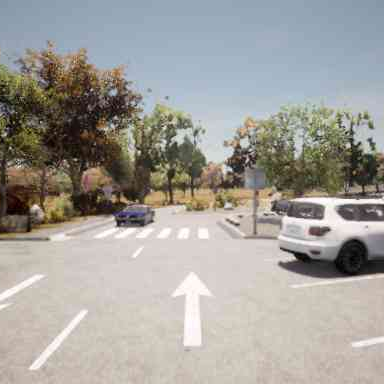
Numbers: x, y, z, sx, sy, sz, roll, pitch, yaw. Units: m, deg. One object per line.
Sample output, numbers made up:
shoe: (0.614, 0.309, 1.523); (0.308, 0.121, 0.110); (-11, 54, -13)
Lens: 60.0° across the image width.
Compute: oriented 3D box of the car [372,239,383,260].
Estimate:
car: (5.199, 1.476, 4.301); (5.366, 1.575, 1.946); (1, 0, -20)

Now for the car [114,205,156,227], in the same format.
car: (-3.828, 1.580, 22.996); (1.895, 1.301, 4.718); (0, 0, 4)

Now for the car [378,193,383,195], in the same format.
car: (18.355, 1.220, 26.386); (2.435, 2.045, 5.566); (0, 1, -21)

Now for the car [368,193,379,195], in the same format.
car: (23.978, 1.211, 43.528); (2.435, 2.045, 5.566); (0, -1, -21)

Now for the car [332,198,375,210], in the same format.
car: (20.955, 1.490, 43.447); (2.163, 1.488, 4.792); (0, -1, -21)

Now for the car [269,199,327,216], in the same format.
car: (10.058, 1.467, 31.817); (4.902, 1.511, 2.128); (0, 0, -7)

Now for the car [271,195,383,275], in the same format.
car: (5.389, 1.225, 10.394); (5.566, 2.045, 2.435); (1, 0, -20)

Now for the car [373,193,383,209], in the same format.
car: (27.038, 1.212, 43.565); (2.435, 2.045, 5.566); (1, -1, -22)
